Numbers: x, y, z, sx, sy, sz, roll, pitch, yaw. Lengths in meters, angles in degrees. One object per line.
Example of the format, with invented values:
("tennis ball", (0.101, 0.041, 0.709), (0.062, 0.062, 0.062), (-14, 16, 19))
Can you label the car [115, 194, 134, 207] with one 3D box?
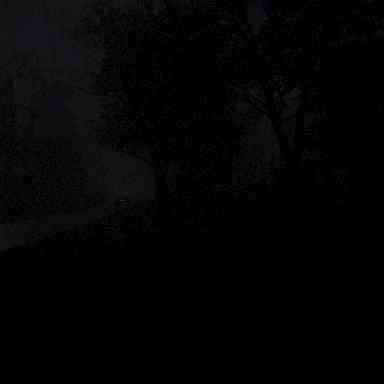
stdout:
("car", (-10.652, 1.390, 50.858), (2.128, 1.511, 4.902), (-1, 1, -5))
